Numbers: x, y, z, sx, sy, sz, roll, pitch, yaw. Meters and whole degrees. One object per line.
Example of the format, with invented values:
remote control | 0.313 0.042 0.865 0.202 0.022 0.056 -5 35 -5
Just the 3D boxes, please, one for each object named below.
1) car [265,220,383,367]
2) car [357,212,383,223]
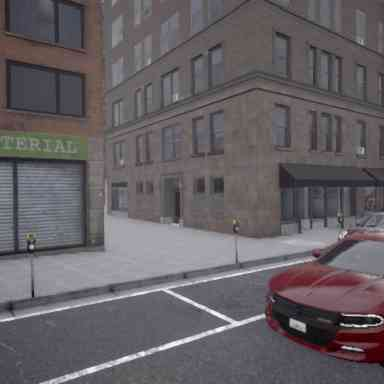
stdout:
car | 3.418 1.476 5.820 5.008 1.535 1.882 0 0 -35
car | 6.841 1.438 11.555 4.097 1.590 1.967 0 -1 -36
